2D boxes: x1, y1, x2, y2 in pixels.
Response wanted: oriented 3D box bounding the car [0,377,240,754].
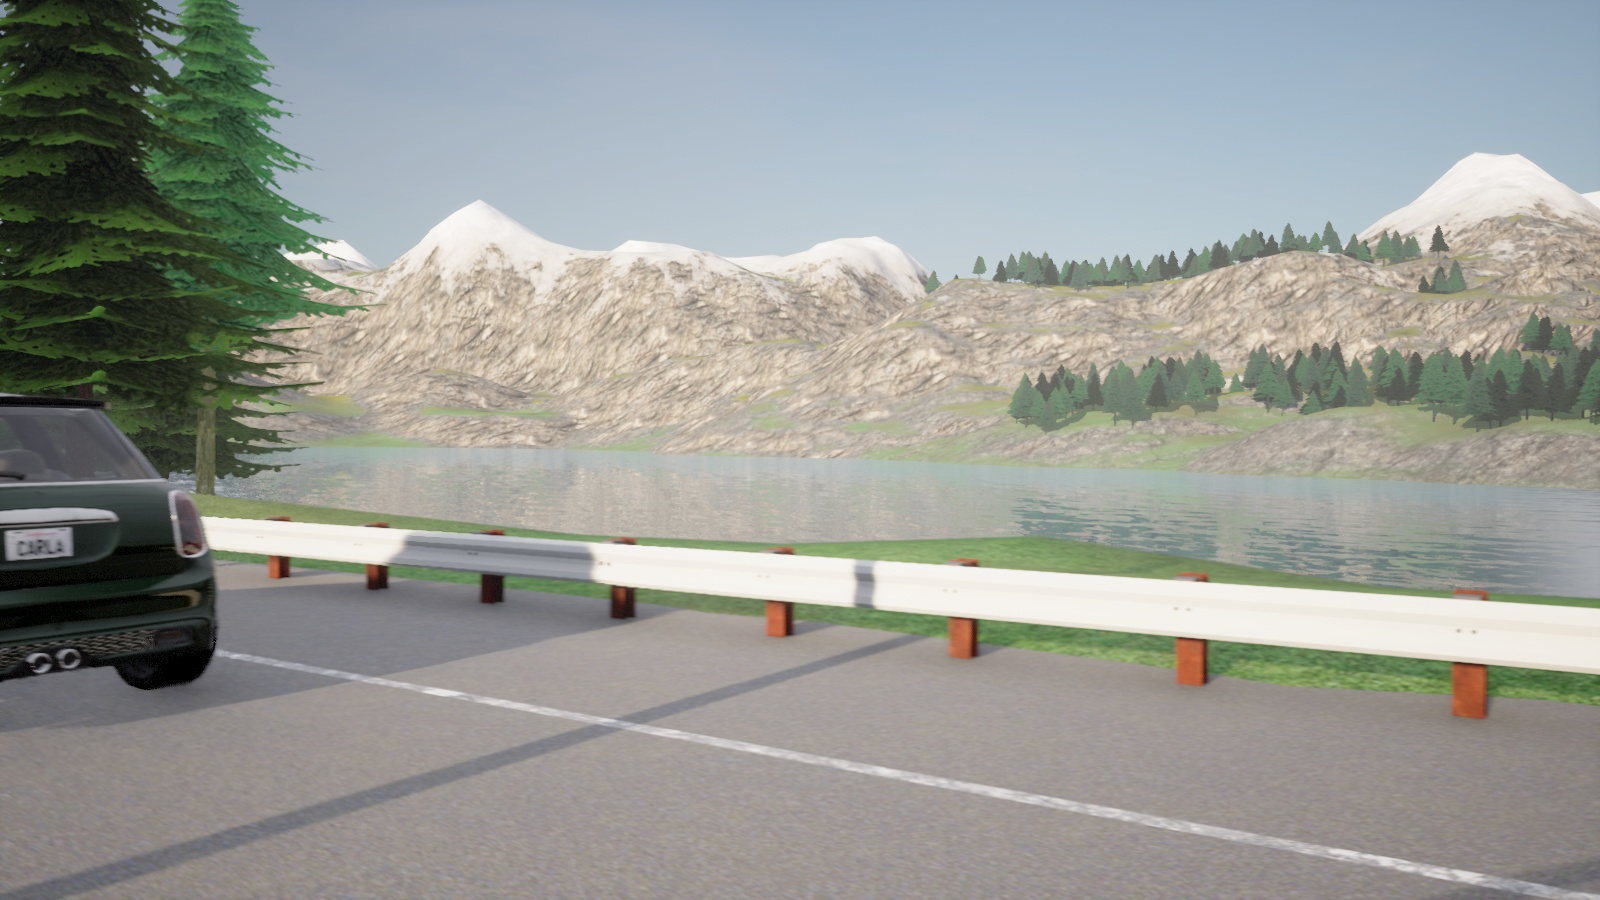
[{"bbox_3d":[-5.577,0.541,7.252,4.553,1.767,2.097,0,1,33],"label":"car"}]
